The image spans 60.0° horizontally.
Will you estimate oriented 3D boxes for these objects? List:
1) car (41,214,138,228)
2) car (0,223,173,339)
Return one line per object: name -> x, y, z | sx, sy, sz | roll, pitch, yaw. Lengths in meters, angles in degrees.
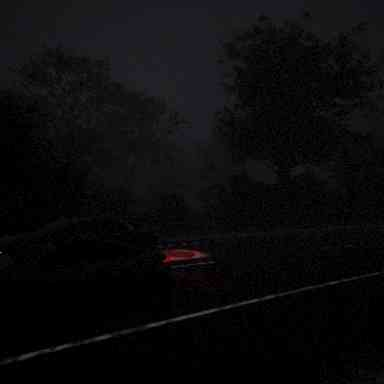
car -> -3.414, 1.451, 9.956 | 4.892, 1.490, 1.837 | 0, 0, -34
car -> -2.452, 1.523, 6.370 | 4.181, 1.385, 1.994 | 0, 0, -34
